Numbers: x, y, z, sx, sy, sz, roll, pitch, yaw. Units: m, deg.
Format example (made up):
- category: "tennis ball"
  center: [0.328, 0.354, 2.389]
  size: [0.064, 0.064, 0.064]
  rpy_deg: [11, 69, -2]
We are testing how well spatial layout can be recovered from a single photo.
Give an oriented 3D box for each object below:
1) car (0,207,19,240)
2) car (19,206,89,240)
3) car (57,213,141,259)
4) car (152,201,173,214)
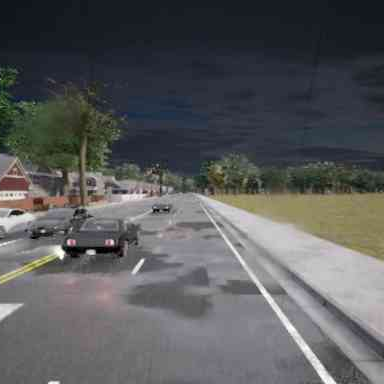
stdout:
- category: "car"
  center: [-9.787, 1.534, 17.092]
  size: [1.812, 1.442, 4.674]
  rpy_deg: [0, 0, 1]
- category: "car"
  center: [-6.539, 1.513, 17.069]
  size: [1.837, 1.490, 4.892]
  rpy_deg: [0, 0, 1]
- category: "car"
  center: [-3.150, 1.605, 12.620]
  size: [1.895, 1.301, 4.718]
  rpy_deg: [0, 0, 0]
- category: "car"
  center: [-3.144, 1.614, 36.171]
  size: [1.895, 1.301, 4.718]
  rpy_deg: [0, 0, 0]
